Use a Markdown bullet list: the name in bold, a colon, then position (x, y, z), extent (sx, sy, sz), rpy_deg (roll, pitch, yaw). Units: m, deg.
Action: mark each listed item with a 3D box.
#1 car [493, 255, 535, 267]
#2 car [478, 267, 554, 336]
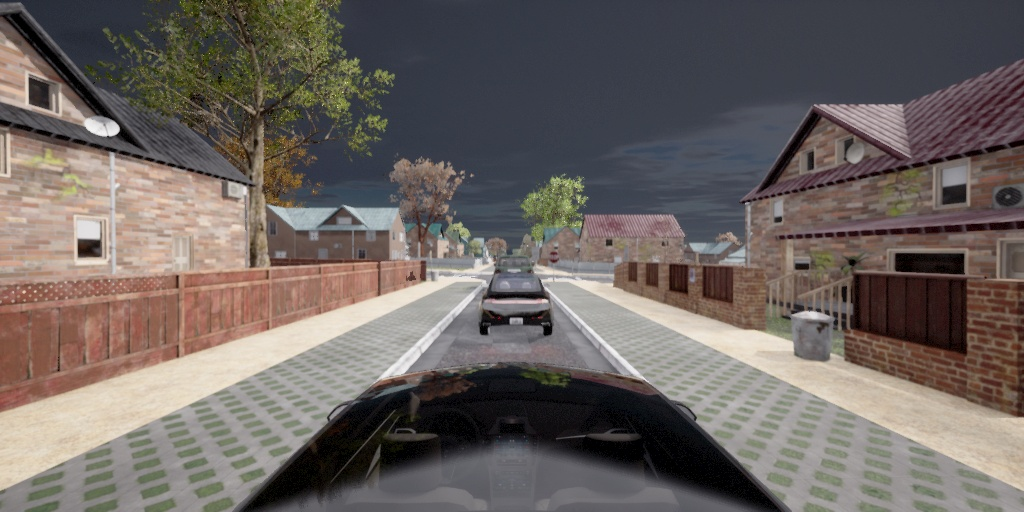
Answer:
- **car**: position (0.119, 0.960, 20.277), extent (2.150, 2.045, 5.566), rpy_deg (0, 0, 0)
- **car**: position (0.102, 1.234, 10.392), extent (2.128, 1.511, 4.902), rpy_deg (0, 0, 0)
